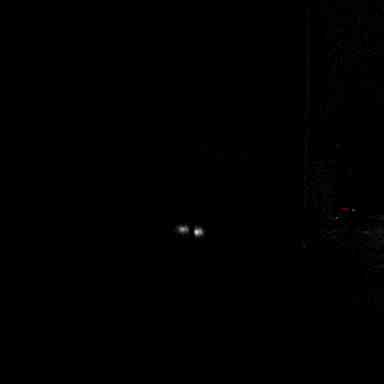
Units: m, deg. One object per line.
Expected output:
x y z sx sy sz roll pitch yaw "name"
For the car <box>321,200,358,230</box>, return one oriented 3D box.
8.330 1.538 22.462 2.097 1.767 4.553 2 -1 -36 "car"
